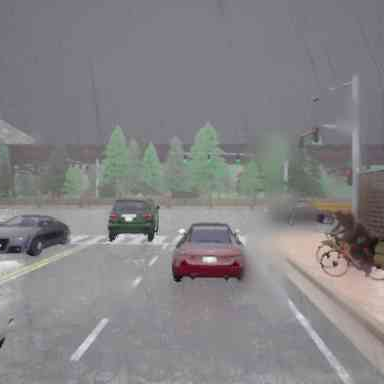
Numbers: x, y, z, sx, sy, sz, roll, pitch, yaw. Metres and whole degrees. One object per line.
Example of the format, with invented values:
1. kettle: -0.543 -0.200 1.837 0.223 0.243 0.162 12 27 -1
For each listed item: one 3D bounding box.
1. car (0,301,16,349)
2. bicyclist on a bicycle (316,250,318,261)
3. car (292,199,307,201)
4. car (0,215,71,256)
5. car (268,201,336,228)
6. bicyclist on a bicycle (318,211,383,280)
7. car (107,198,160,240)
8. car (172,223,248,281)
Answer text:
1. car: -3.352 1.605 2.273 1.895 1.301 4.718 0 0 3
2. bicyclist on a bicycle: 4.375 1.365 9.578 1.656 1.620 0.582 0 0 -3
3. car: 14.186 1.785 45.024 4.892 1.490 1.837 0 0 1
4. car: -6.458 1.622 13.187 1.994 1.385 4.181 0 0 3
5. car: 7.818 1.639 23.565 4.902 1.511 2.128 0 -1 -17
6. bicyclist on a bicycle: 4.082 1.357 8.287 1.656 1.620 0.582 0 0 21
7. car: -2.958 1.312 17.595 2.150 2.045 5.566 0 0 -3
8. car: 0.540 1.621 10.072 1.994 1.385 4.181 0 0 3
